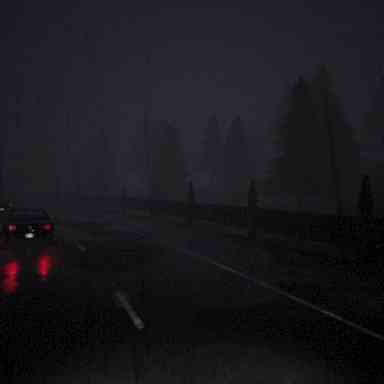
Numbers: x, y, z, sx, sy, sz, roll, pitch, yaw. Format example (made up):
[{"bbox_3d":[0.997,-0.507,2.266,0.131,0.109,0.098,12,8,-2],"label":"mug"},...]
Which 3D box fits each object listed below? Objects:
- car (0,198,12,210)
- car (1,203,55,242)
[{"bbox_3d":[-17.540,1.142,30.108,1.895,1.301,4.718,1,0,-38],"label":"car"},{"bbox_3d":[-7.470,1.404,15.090,1.895,1.301,4.718,1,0,-29],"label":"car"}]
